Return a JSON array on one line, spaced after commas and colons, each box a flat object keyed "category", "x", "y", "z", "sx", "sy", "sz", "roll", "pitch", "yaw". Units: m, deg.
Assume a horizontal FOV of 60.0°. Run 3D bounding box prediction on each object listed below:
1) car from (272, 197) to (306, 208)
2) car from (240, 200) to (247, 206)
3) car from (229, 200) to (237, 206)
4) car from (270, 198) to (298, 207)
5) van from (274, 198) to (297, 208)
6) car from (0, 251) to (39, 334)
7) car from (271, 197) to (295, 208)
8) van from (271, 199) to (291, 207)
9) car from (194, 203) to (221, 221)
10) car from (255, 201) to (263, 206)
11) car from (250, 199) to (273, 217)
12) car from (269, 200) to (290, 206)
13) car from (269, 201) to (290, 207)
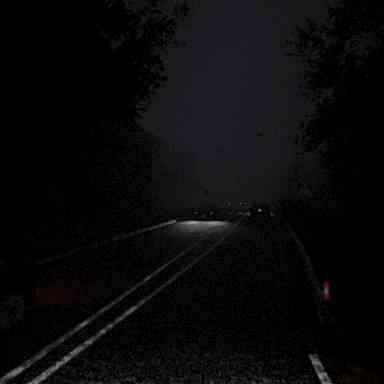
[{"category": "car", "x": 18.471, "y": 2.024, "z": 63.413, "sx": 5.566, "sy": 2.045, "sz": 2.435, "roll": 1, "pitch": -1, "yaw": -9}, {"category": "car", "x": 14.019, "y": 3.095, "z": 90.927, "sx": 1.837, "sy": 1.490, "sz": 4.892, "roll": 0, "pitch": -2, "yaw": 11}, {"category": "car", "x": 11.263, "y": 3.105, "z": 91.424, "sx": 1.837, "sy": 1.490, "sz": 4.892, "roll": 0, "pitch": -2, "yaw": 11}, {"category": "car", "x": 20.701, "y": 2.390, "z": 75.063, "sx": 5.566, "sy": 2.045, "sz": 2.435, "roll": 1, "pitch": -2, "yaw": -9}, {"category": "van", "x": 20.240, "y": 2.328, "z": 72.173, "sx": 4.442, "sy": 1.987, "sz": 1.878, "roll": 1, "pitch": -2, "yaw": -9}, {"category": "car", "x": -4.146, "y": 1.532, "z": 4.263, "sx": 2.128, "sy": 1.511, "sz": 4.902, "roll": 0, "pitch": 0, "yaw": 13}, {"category": "car", "x": 17.979, "y": 1.933, "z": 60.528, "sx": 5.566, "sy": 2.045, "sz": 2.435, "roll": 1, "pitch": -2, "yaw": -9}, {"category": "van", "x": 22.412, "y": 2.676, "z": 83.810, "sx": 4.442, "sy": 1.987, "sz": 1.878, "roll": 1, "pitch": -2, "yaw": -9}, {"category": "car", "x": 1.456, "y": 1.696, "z": 29.354, "sx": 1.812, "sy": 1.442, "sz": 4.674, "roll": 0, "pitch": 0, "yaw": 13}, {"category": "car", "x": 18.177, "y": 3.180, "z": 90.584, "sx": 1.895, "sy": 1.301, "sz": 4.718, "roll": 0, "pitch": -2, "yaw": 11}, {"category": "car", "x": 6.848, "y": 1.743, "z": 33.395, "sx": 1.994, "sy": 1.385, "sz": 4.181, "roll": 0, "pitch": 0, "yaw": 13}, {"category": "car", "x": 23.570, "y": 3.065, "z": 89.632, "sx": 5.366, "sy": 1.575, "sz": 1.946, "roll": 1, "pitch": -2, "yaw": -10}, {"category": "car", "x": 22.869, "y": 3.013, "z": 86.696, "sx": 4.792, "sy": 1.488, "sz": 2.163, "roll": 1, "pitch": -2, "yaw": -9}]
